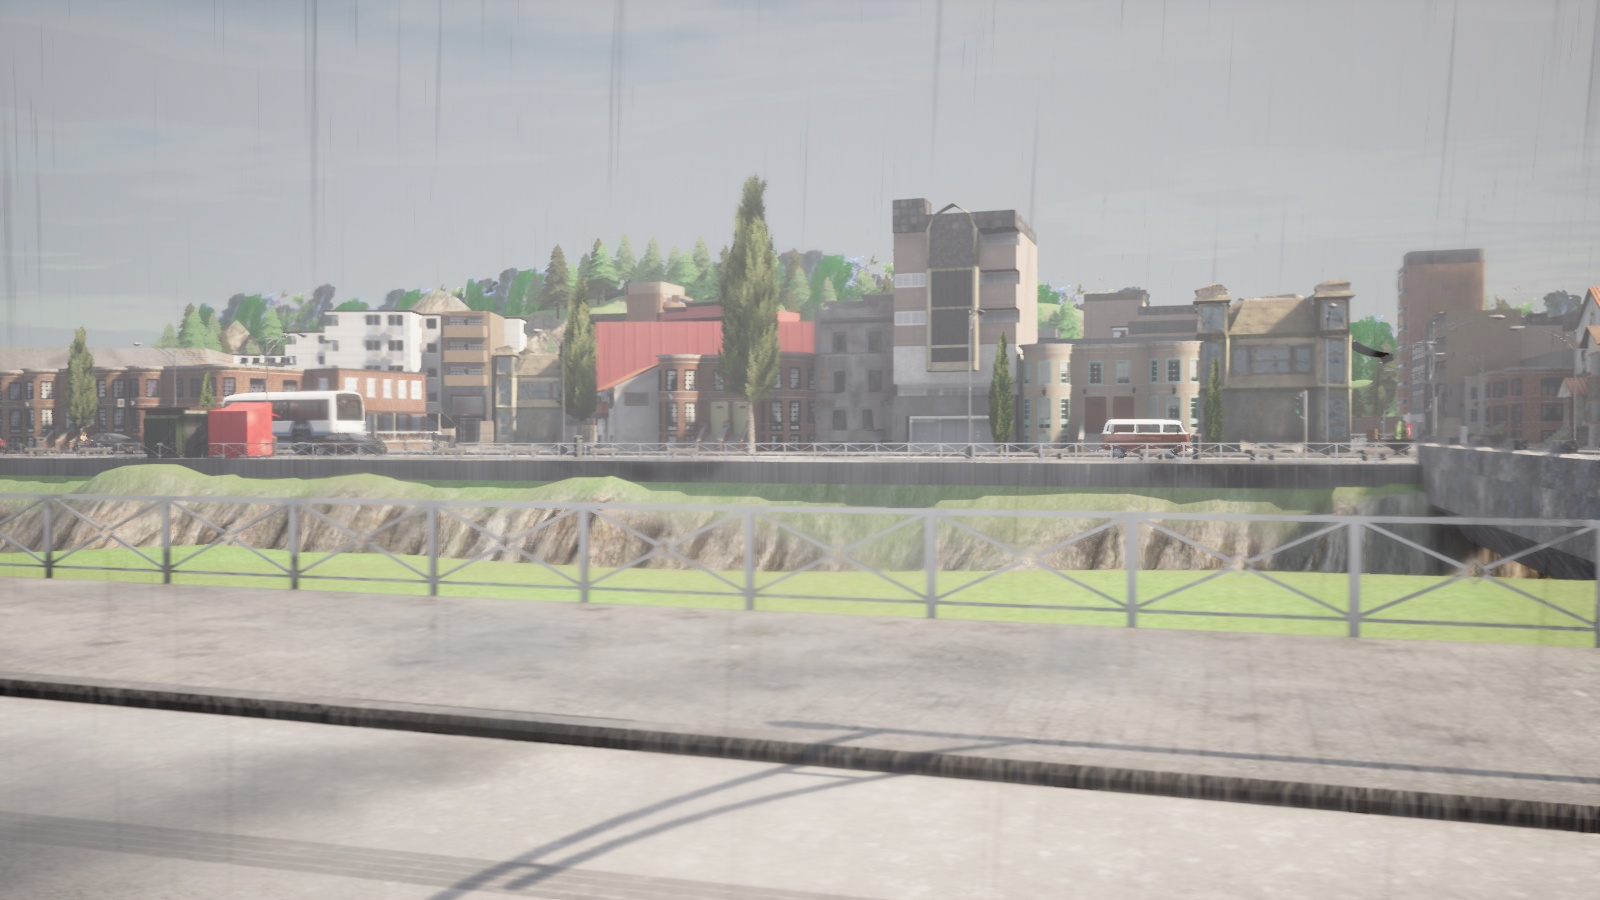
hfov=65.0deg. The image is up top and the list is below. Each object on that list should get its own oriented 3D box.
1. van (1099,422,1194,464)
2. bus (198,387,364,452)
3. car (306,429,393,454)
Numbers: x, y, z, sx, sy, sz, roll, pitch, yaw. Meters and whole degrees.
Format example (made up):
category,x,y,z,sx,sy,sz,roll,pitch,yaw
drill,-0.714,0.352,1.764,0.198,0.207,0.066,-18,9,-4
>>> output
category,x,y,z,sx,sy,sz,roll,pitch,yaw
van,17.374,-0.393,62.989,4.480,2.038,2.069,1,1,19
bus,-35.016,-2.040,84.800,10.273,4.253,3.944,1,1,19
car,-28.051,-0.555,78.260,5.008,1.535,1.882,1,1,19
